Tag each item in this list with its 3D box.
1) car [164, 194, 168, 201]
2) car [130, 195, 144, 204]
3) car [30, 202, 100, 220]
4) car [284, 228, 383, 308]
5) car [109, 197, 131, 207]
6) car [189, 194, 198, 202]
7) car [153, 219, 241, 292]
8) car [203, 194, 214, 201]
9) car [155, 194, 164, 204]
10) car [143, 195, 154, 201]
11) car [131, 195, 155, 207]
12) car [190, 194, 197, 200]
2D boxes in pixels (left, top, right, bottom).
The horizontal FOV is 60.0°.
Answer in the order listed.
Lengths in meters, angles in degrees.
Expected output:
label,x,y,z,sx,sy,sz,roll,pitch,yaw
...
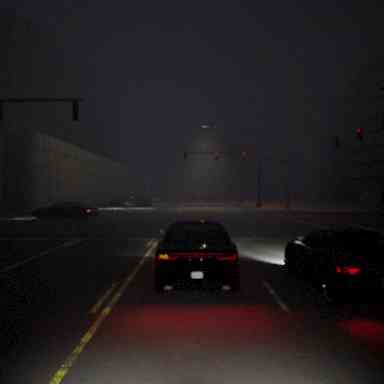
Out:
label,x,y,z,sx,sy,sz,roll,pitch,yaw
car,-6.641,1.268,77.138,1.837,1.490,4.892,0,0,0
car,-10.241,1.381,62.508,1.812,1.442,4.674,0,0,1
car,-10.224,1.488,26.905,5.357,1.411,2.033,0,0,11
car,3.610,1.544,7.956,1.994,1.385,4.181,0,0,0
car,-10.368,1.456,47.033,1.994,1.385,4.181,0,0,0
car,0.342,1.340,73.535,1.812,1.442,4.674,0,0,0
car,0.110,1.456,8.937,1.882,1.535,5.008,0,0,0
car,3.842,1.339,73.518,1.812,1.442,4.674,0,0,0
car,-6.756,1.381,61.852,1.812,1.442,4.674,0,0,1
car,-10.139,1.321,77.479,1.994,1.385,4.181,0,0,0
car,-6.867,1.454,47.104,1.994,1.385,4.181,0,0,0
car,0.390,1.166,83.536,1.882,1.535,5.008,0,0,0
